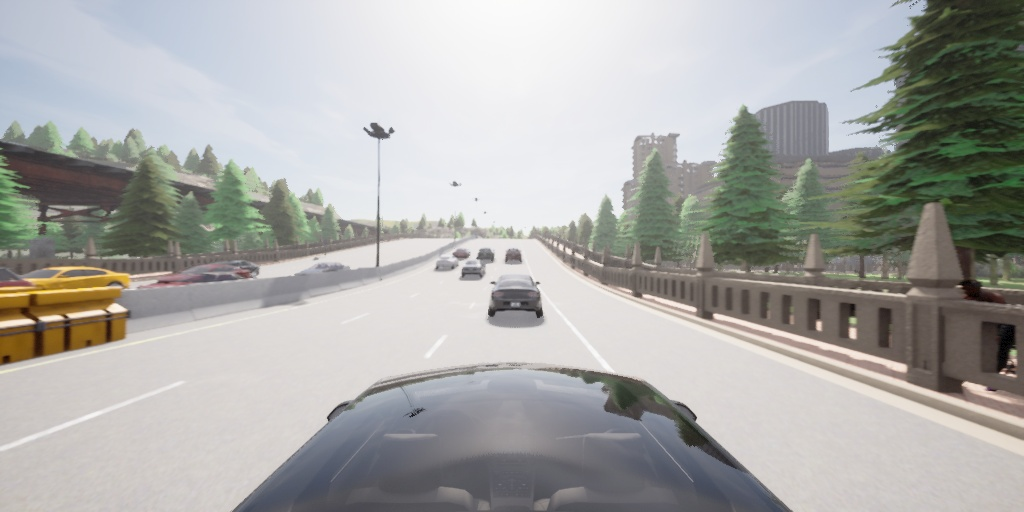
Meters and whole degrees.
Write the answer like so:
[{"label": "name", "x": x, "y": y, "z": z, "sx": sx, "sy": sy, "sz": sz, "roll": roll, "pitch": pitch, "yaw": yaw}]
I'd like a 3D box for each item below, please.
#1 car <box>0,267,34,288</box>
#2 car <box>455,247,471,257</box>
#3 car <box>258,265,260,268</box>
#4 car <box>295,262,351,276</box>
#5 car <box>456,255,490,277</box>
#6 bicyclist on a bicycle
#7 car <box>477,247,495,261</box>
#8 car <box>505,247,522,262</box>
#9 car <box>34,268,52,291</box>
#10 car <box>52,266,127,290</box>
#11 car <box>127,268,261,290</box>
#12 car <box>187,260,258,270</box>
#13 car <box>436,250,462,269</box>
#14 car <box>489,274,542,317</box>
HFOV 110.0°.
[{"label": "car", "x": -14.088, "y": 1.084, "z": 7.429, "sx": 2.097, "sy": 1.767, "sz": 4.553, "roll": 0, "pitch": -1, "yaw": 0}, {"label": "car", "x": -6.815, "y": -0.492, "z": 48.899, "sx": 1.994, "sy": 1.385, "sz": 4.181, "roll": 0, "pitch": 6, "yaw": 0}, {"label": "car", "x": -21.012, "y": 1.104, "z": 26.618, "sx": 1.837, "sy": 1.490, "sz": 4.892, "roll": 0, "pitch": 2, "yaw": 1}, {"label": "car", "x": -14.011, "y": 1.171, "z": 27.049, "sx": 2.033, "sy": 1.411, "sz": 5.357, "roll": 0, "pitch": 2, "yaw": 0}, {"label": "car", "x": -3.339, "y": 1.012, "z": 31.650, "sx": 2.033, "sy": 1.411, "sz": 5.357, "roll": 0, "pitch": 3, "yaw": 0}, {"label": "bicyclist on a bicycle", "x": 6.841, "y": 1.166, "z": 5.240, "sx": 1.656, "sy": 1.620, "sz": 0.582, "roll": 4, "pitch": -2, "yaw": -1}, {"label": "car", "x": -3.314, "y": -0.447, "z": 46.607, "sx": 2.097, "sy": 1.767, "sz": 4.553, "roll": 0, "pitch": 6, "yaw": 0}, {"label": "car", "x": 0.183, "y": -0.356, "z": 45.933, "sx": 2.097, "sy": 1.767, "sz": 4.553, "roll": 0, "pitch": 6, "yaw": 0}, {"label": "car", "x": -17.573, "y": 1.097, "z": 10.513, "sx": 2.097, "sy": 1.767, "sz": 4.553, "roll": 0, "pitch": -1, "yaw": 0}, {"label": "car", "x": -21.050, "y": 1.253, "z": 16.754, "sx": 1.882, "sy": 1.535, "sz": 5.008, "roll": 0, "pitch": 0, "yaw": 0}, {"label": "car", "x": -14.054, "y": 1.416, "z": 16.414, "sx": 1.895, "sy": 1.301, "sz": 4.718, "roll": 0, "pitch": 0, "yaw": 0}, {"label": "car", "x": -17.540, "y": 1.248, "z": 20.689, "sx": 1.882, "sy": 1.535, "sz": 5.008, "roll": 0, "pitch": 1, "yaw": 0}, {"label": "car", "x": -6.818, "y": 0.545, "z": 37.860, "sx": 1.812, "sy": 1.442, "sz": 4.674, "roll": 0, "pitch": 5, "yaw": 0}, {"label": "car", "x": 0.129, "y": 1.407, "z": 13.814, "sx": 1.812, "sy": 1.442, "sz": 4.674, "roll": 0, "pitch": 0, "yaw": 0}]
